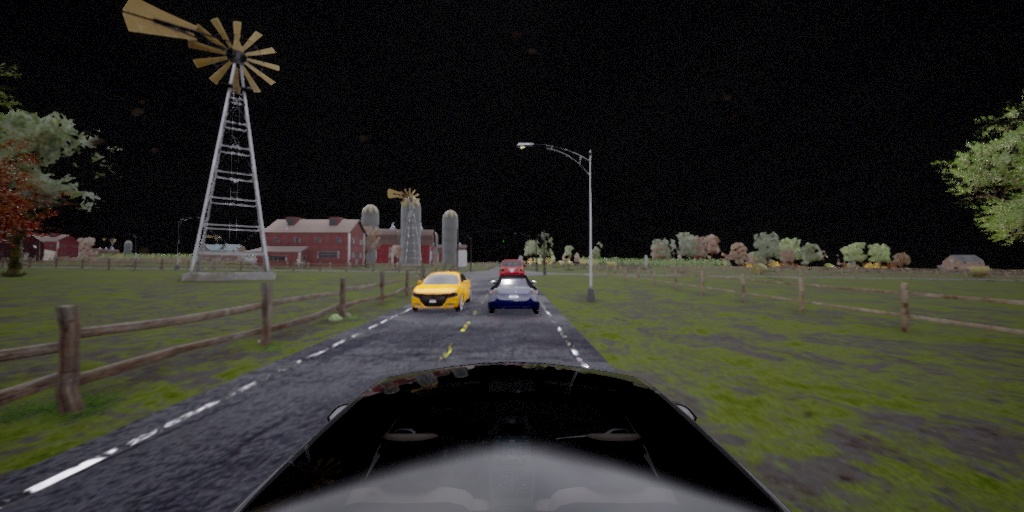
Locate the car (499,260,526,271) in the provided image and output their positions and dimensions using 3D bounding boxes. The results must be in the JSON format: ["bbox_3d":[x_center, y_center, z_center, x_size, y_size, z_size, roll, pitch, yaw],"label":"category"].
[{"bbox_3d":[0.029,1.348,31.606,2.150,2.045,5.566,0,-1,1],"label":"car"}]

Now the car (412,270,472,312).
[{"bbox_3d":[-2.877,1.401,15.489,1.882,1.535,5.008,0,-1,0],"label":"car"}]

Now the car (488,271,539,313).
[{"bbox_3d":[0.065,1.480,15.045,1.994,1.385,4.181,0,-1,0],"label":"car"}]
